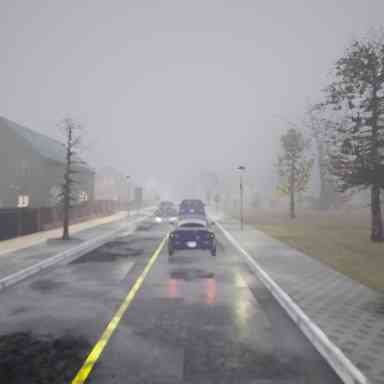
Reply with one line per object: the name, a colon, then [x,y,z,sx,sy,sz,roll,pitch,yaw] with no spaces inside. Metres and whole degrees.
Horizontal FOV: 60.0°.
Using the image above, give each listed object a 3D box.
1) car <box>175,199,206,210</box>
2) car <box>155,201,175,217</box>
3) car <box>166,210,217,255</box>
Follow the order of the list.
car: [0.004,1.549,27.631,2.150,2.045,5.566,0,0,0]
car: [-2.778,1.792,36.708,2.097,1.767,4.553,0,-1,1]
car: [0.019,1.683,13.929,1.812,1.442,4.674,0,0,0]
